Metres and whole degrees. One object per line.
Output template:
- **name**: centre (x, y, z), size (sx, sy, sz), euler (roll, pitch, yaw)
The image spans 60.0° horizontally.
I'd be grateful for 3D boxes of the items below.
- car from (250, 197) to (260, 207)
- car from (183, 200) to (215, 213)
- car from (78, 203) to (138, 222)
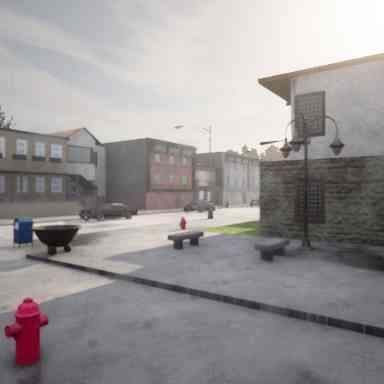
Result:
- **car**: centre (10.423, 1.474, 50.245), size (2.128, 1.511, 4.902), euler (0, 0, 35)
- **car**: centre (0.826, 1.545, 36.915), size (1.994, 1.385, 4.181), euler (0, 0, 36)
- **car**: centre (-6.594, 1.582, 26.497), size (1.895, 1.301, 4.718), euler (0, 0, 35)
